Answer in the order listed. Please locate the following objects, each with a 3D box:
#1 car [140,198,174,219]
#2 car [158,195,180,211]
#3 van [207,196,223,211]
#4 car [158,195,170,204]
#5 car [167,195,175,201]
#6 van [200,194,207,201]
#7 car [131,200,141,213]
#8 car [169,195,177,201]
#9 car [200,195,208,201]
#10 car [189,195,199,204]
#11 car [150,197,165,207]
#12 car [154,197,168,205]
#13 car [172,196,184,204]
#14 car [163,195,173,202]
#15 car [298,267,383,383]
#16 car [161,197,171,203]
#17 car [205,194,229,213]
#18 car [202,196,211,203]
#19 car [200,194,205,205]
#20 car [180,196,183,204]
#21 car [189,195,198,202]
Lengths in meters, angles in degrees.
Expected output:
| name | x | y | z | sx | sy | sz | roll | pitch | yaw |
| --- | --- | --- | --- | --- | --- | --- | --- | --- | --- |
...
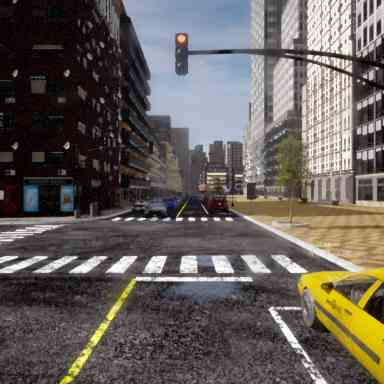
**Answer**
| name | x | y | z | sx | sy | sz | roll | pitch | yaw |
| --- | --- | --- | --- | --- | --- | --- | --- | --- | --- |
| car | -2.966 | 1.555 | 29.388 | 2.033 | 1.411 | 5.357 | 0 | 0 | 0 |
| car | -2.904 | 1.494 | 41.288 | 1.882 | 1.535 | 5.008 | 0 | 0 | 0 |
| van | 2.874 | 1.358 | 41.909 | 1.690 | 1.788 | 3.998 | 0 | 0 | 0 |
| car | -5.405 | 1.488 | 64.053 | 1.967 | 1.590 | 4.097 | 0 | 0 | 0 |
| car | -5.305 | 1.613 | 85.990 | 1.752 | 1.417 | 4.829 | 0 | 0 | 0 |
| van | 3.099 | 1.441 | 91.648 | 1.690 | 1.788 | 3.998 | 0 | 0 | 0 |
| car | -5.529 | 1.563 | 36.420 | 2.008 | 1.369 | 4.403 | 0 | 0 | 0 |
| car | -5.279 | 1.644 | 91.685 | 1.887 | 1.381 | 4.507 | 0 | 0 | 0 |
| car | 3.076 | 1.614 | 86.292 | 1.752 | 1.417 | 4.829 | 0 | 0 | 0 |
| car | 0.401 | 1.404 | 66.212 | 2.097 | 1.767 | 4.553 | 0 | 0 | 0 |
| car | -5.455 | 1.581 | 53.000 | 2.008 | 1.369 | 4.403 | 0 | 0 | 0 |
| car | -5.430 | 1.584 | 58.526 | 1.887 | 1.381 | 4.507 | 0 | 0 | 0 |
| car | -2.713 | 1.540 | 63.933 | 2.128 | 1.511 | 4.902 | 0 | 0 | 0 |
| car | -5.355 | 1.507 | 75.107 | 1.967 | 1.590 | 4.097 | 0 | 0 | 0 |
| car | 2.705 | 1.525 | 4.140 | 1.752 | 1.417 | 4.829 | 0 | 0 | 0 |
| car | -5.380 | 1.639 | 69.580 | 1.802 | 1.307 | 4.206 | 0 | 0 | 0 |
| car | 2.849 | 1.327 | 36.383 | 2.192 | 1.841 | 5.009 | 0 | 0 | 0 |
| car | 3.000 | 1.602 | 69.542 | 1.887 | 1.381 | 4.507 | 0 | 0 | 0 |
| car | 2.949 | 1.354 | 58.488 | 2.192 | 1.841 | 5.009 | 0 | 0 | 0 |
| car | -2.840 | 1.536 | 52.032 | 1.837 | 1.490 | 4.892 | 0 | 0 | 1 |
| car | 0.350 | 1.570 | 76.587 | 1.837 | 1.490 | 4.892 | 0 | 0 | 0 |
